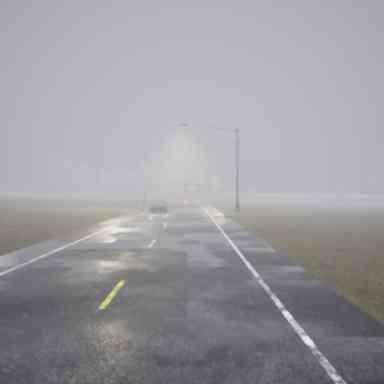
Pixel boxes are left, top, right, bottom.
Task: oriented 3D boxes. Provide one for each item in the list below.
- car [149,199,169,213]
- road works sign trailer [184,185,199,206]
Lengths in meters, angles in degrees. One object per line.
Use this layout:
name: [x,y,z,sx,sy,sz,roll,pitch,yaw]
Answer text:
car: [-3.591,1.529,37.168,1.882,1.535,5.008,0,0,0]
road works sign trailer: [0.001,0.545,57.280,2.380,3.560,2.880,0,0,0]
